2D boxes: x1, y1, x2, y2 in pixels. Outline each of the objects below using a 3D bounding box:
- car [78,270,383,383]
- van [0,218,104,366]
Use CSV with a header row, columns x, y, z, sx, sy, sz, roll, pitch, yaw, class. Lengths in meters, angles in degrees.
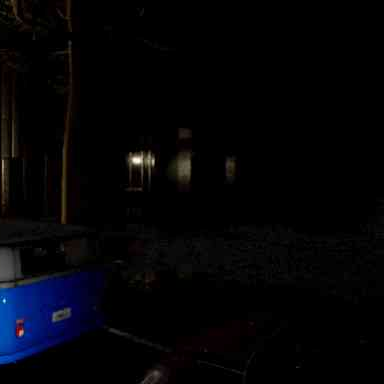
x,y,z,sx,sy,sz,roll,pitch,yaw,class
1.411,1.440,2.073,4.097,1.590,1.967,0,0,35,car
-3.181,1.341,5.347,3.998,1.788,1.690,0,0,35,van
